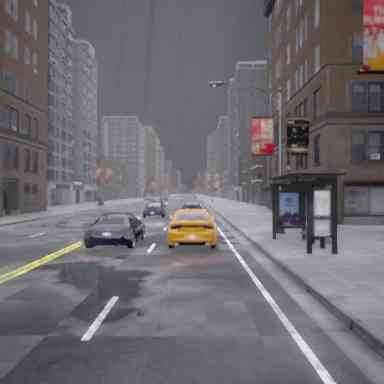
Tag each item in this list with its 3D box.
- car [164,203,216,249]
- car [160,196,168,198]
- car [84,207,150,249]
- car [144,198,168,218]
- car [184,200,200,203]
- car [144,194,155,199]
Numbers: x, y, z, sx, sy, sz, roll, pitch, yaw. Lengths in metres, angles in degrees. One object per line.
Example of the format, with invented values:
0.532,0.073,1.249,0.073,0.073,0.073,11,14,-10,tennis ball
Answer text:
0.001,1.487,14.650,1.882,1.535,5.008,0,0,0,car
-6.500,1.540,76.727,1.994,1.385,4.181,0,0,0,car
-3.249,1.575,14.650,1.994,1.385,4.181,0,0,0,car
-3.250,1.541,29.650,1.812,1.442,4.674,0,0,0,car
0.000,1.524,29.650,1.837,1.490,4.892,0,0,0,car
-9.750,1.342,76.757,2.097,1.767,4.553,0,0,0,car
